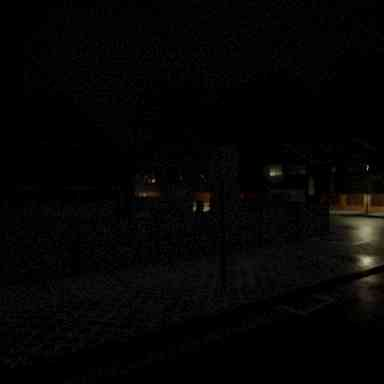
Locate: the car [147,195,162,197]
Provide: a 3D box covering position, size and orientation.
[{"bbox_3d":[-4.452,1.063,40.615,1.812,1.442,4.674,-1,1,-35],"label":"car"}]
